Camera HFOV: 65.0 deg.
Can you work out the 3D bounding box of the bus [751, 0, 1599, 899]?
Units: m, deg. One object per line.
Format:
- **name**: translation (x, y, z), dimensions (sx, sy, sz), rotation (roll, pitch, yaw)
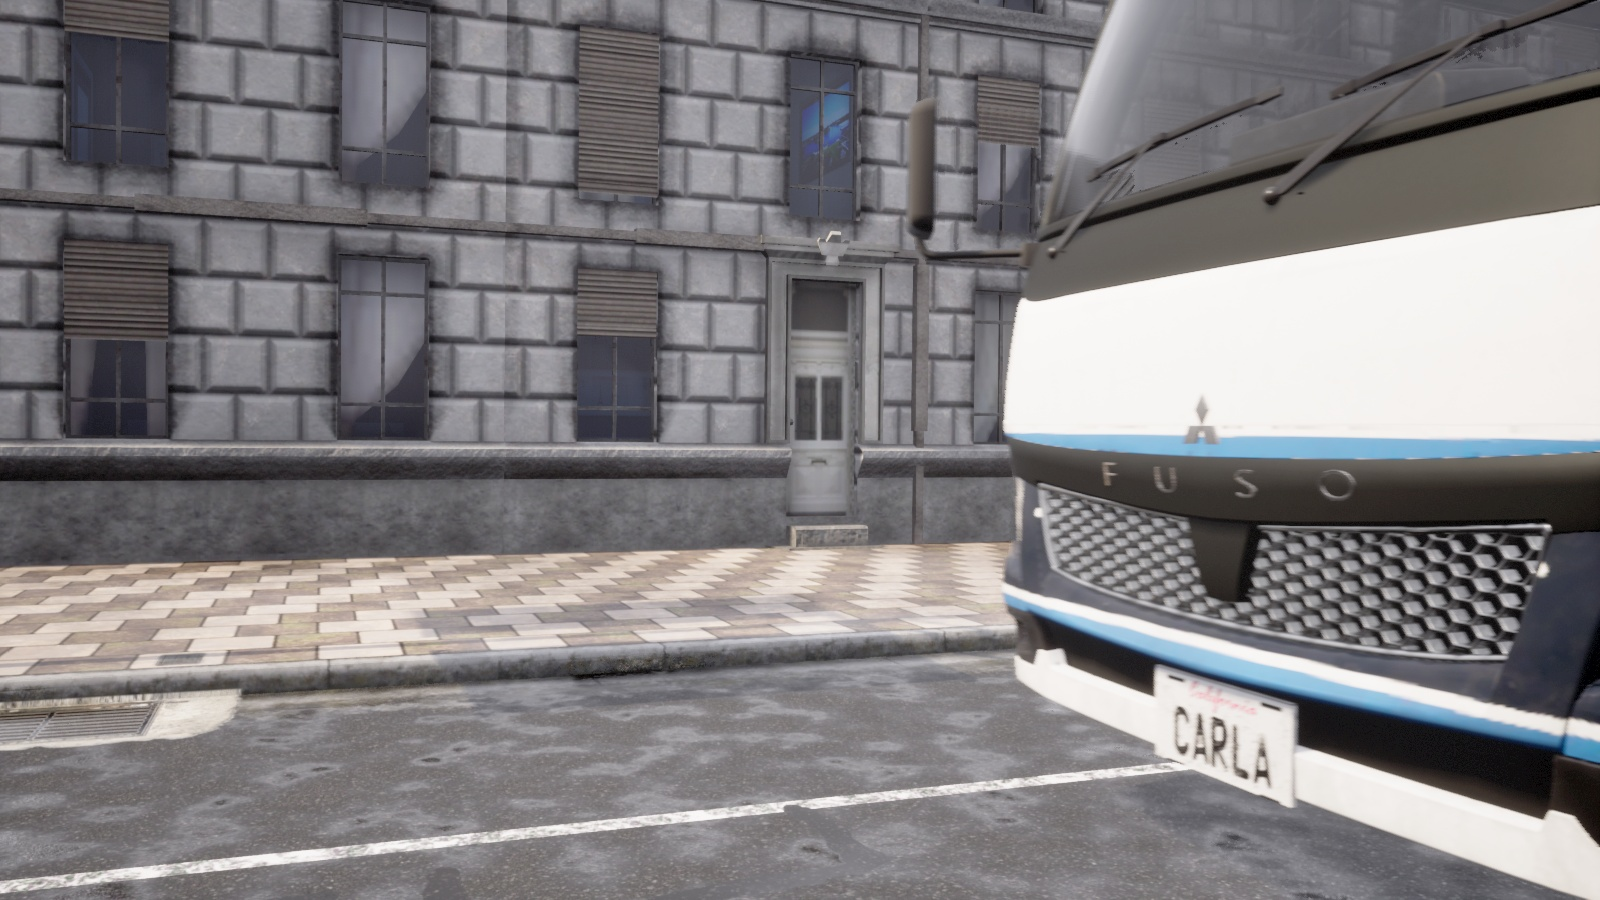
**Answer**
- **bus**: translation (5.308, -0.722, 5.266), dimensions (10.273, 4.253, 3.944), rotation (-1, 1, -21)
